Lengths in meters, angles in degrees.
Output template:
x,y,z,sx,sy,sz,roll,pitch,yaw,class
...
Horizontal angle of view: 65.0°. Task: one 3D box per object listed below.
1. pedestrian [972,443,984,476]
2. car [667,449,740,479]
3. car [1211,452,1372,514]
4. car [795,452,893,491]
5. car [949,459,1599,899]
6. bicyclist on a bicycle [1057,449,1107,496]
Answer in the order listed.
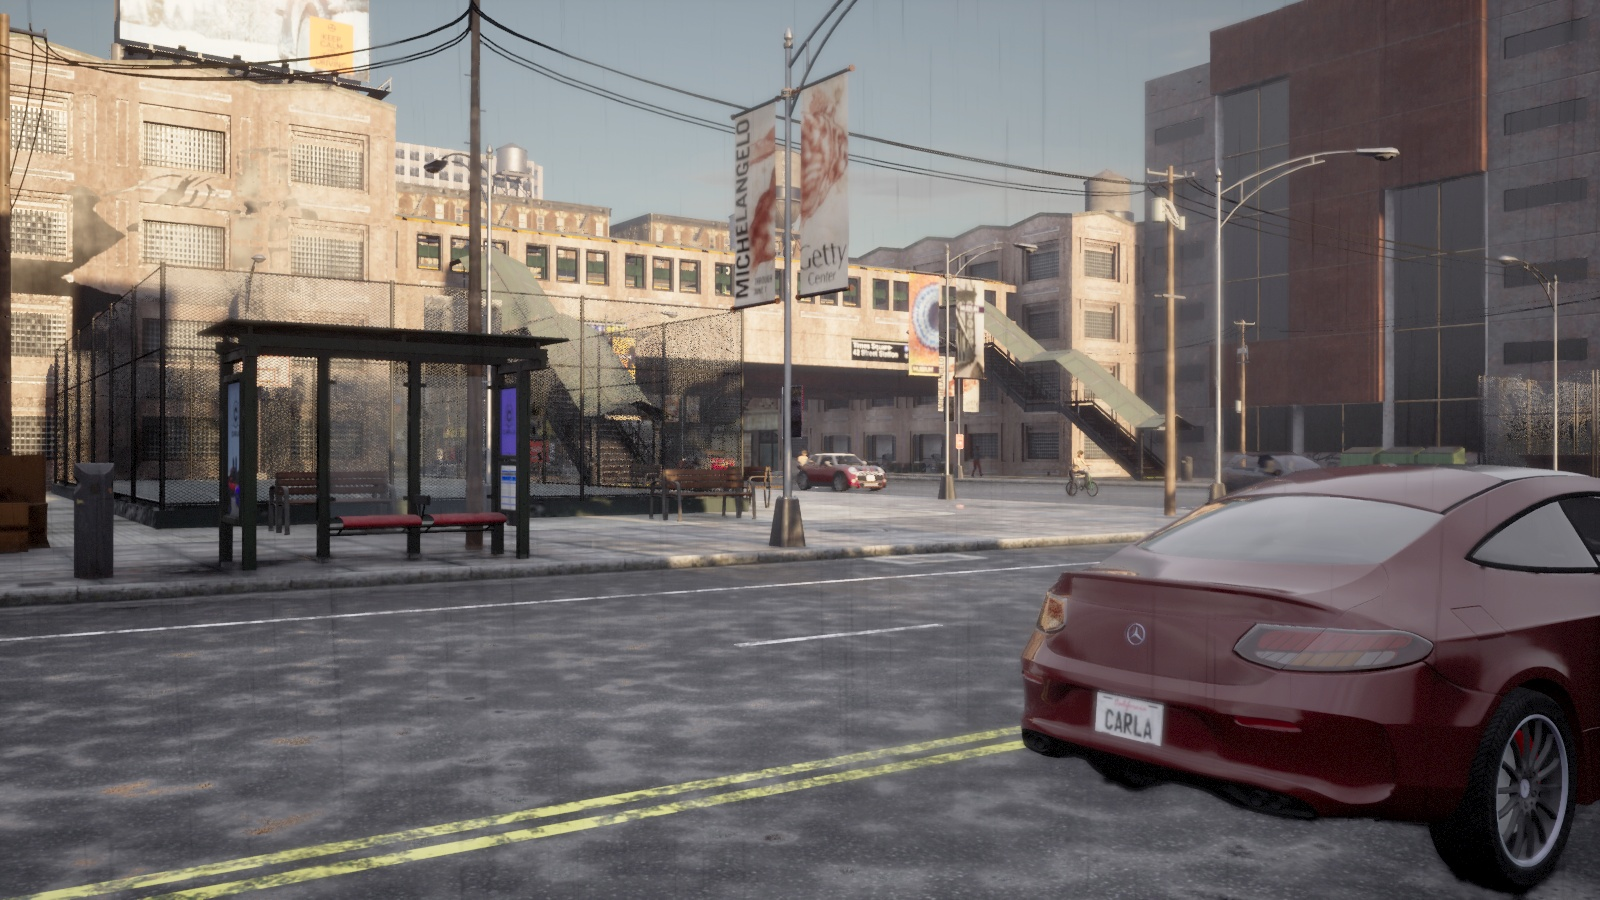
x,y,z,sx,sy,sz,roll,pitch,yaw,class
10.114,0.555,71.339,0.353,1.847,0.614,0,0,-32,pedestrian
-5.626,0.778,72.546,2.242,1.667,4.611,0,0,-34,car
12.554,0.811,32.304,1.845,1.501,3.633,0,0,-22,car
1.683,0.827,49.326,1.970,1.475,3.806,0,0,-34,car
3.046,0.778,5.767,4.674,1.442,1.812,0,0,-35,car
9.808,0.767,43.643,0.866,1.612,1.509,0,0,-35,bicyclist on a bicycle
